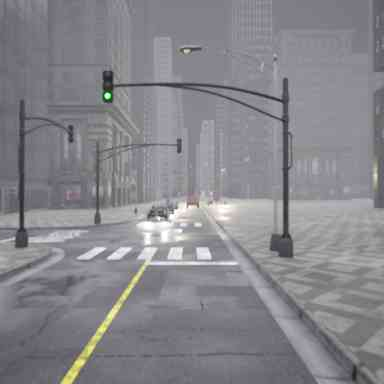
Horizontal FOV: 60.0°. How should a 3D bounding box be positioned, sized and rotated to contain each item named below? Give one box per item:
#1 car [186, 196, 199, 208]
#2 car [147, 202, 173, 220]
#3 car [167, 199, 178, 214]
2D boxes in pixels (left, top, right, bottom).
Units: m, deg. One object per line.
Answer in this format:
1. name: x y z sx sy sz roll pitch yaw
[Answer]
1. car: 0.131 1.693 58.330 2.150 2.045 5.566 0 0 0
2. car: -3.085 1.847 31.254 1.895 1.301 4.718 0 0 0
3. car: -3.081 1.922 40.598 1.895 1.301 4.718 0 0 0
